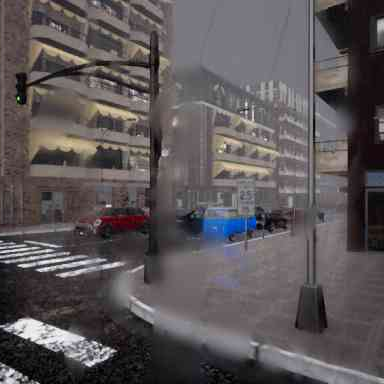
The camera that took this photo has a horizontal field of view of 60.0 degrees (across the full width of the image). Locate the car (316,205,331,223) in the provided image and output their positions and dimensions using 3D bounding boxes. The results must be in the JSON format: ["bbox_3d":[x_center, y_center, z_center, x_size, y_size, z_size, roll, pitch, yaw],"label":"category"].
[{"bbox_3d":[11.743,2.233,32.409,2.008,1.369,4.403,-1,-2,35],"label":"car"}]

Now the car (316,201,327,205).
[{"bbox_3d":[24.175,2.889,64.287,1.802,1.307,4.206,-1,-2,35],"label":"car"}]

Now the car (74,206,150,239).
[{"bbox_3d":[-4.530,1.639,19.396,2.097,1.767,4.553,0,-1,35],"label":"car"}]

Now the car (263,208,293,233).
[{"bbox_3d":[5.322,2.035,23.380,1.947,1.339,4.313,-1,-2,35],"label":"car"}]

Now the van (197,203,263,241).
[{"bbox_3d":[2.248,1.704,18.773,1.690,1.788,3.998,-1,-2,35],"label":"van"}]

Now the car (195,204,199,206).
[{"bbox_3d":[0.610,1.985,26.659,1.812,1.442,4.674,0,-1,36],"label":"car"}]

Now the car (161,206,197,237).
[{"bbox_3d":[0.179,1.855,20.538,2.128,1.511,4.902,0,-1,35],"label":"car"}]

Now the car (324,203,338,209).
[{"bbox_3d":[30.597,3.064,73.315,1.887,1.381,4.507,-1,-2,35],"label":"car"}]

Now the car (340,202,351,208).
[{"bbox_3d":[40.132,3.375,86.722,1.752,1.417,4.829,-1,-2,35],"label":"car"}]

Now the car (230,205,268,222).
[{"bbox_3d":[5.933,2.140,34.136,1.837,1.490,4.892,0,-1,35],"label":"car"}]

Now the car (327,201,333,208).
[{"bbox_3d":[27.385,2.728,68.807,2.192,1.841,5.009,-1,-2,35],"label":"car"}]

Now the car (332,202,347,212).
[{"bbox_3d":[25.948,2.723,56.769,1.837,1.490,4.892,0,-1,36],"label":"car"}]

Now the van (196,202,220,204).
[{"bbox_3d":[1.699,1.903,32.695,1.690,1.788,3.998,-1,-2,35],"label":"van"}]

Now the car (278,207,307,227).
[{"bbox_3d":[8.532,2.158,27.893,1.802,1.307,4.206,-1,-2,35],"label":"car"}]
